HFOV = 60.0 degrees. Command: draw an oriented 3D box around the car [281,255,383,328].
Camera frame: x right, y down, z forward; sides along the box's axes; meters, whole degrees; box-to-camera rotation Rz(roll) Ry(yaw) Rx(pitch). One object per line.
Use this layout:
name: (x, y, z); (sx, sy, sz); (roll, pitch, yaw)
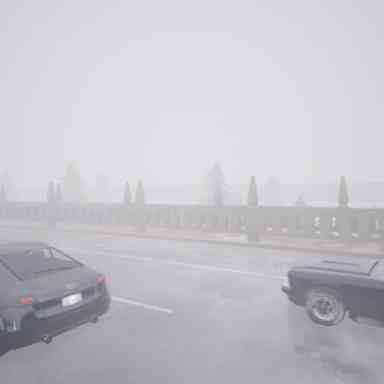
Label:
car: (3.943, 1.572, 5.335); (4.718, 1.301, 1.895); (0, 0, 35)

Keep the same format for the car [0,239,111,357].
car: (-3.477, 1.563, 5.970); (4.181, 1.385, 1.994); (0, 0, 32)
